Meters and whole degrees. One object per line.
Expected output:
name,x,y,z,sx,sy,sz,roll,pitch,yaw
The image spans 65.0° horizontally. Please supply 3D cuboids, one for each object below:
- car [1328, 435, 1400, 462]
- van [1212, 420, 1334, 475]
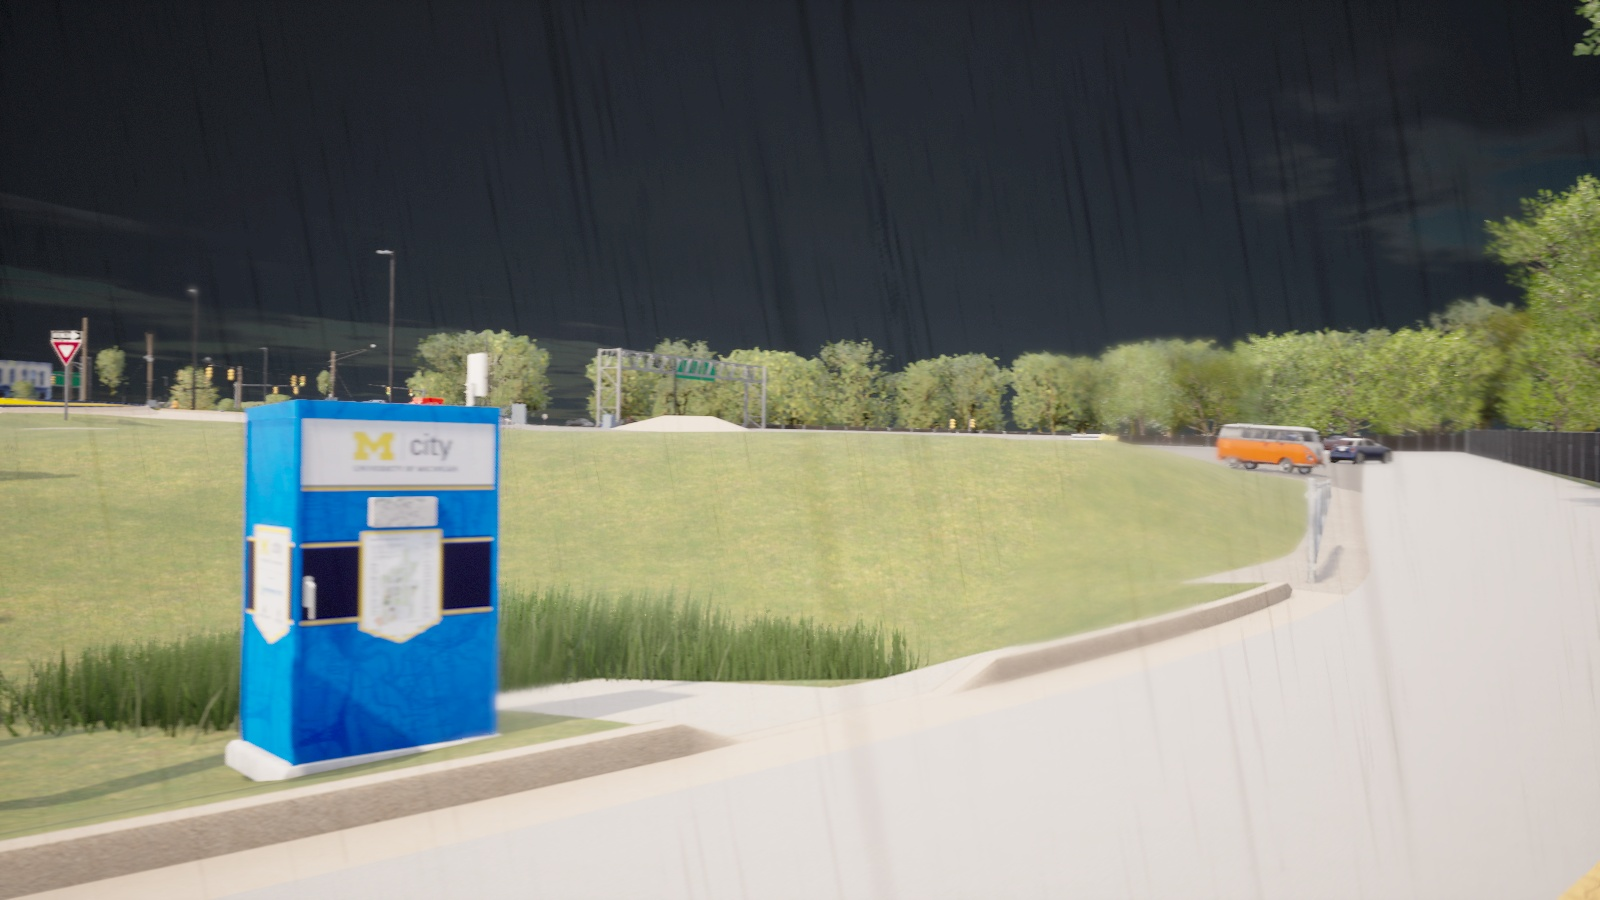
car,32.828,-0.095,73.081,3.806,1.475,1.970,0,2,-30
van,20.019,-0.130,53.320,1.775,1.987,4.442,3,2,-38
